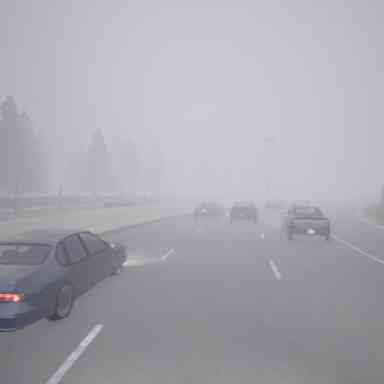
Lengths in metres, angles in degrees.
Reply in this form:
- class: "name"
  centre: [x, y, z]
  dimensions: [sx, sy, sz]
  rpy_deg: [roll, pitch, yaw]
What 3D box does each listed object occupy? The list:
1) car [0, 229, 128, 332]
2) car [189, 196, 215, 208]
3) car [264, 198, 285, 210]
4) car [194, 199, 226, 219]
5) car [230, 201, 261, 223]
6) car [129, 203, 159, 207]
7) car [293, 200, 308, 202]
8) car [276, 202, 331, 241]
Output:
- class: "car"
  centre: [-2.965, 1.517, 7.190]
  dimensions: [2.033, 1.411, 5.357]
  rpy_deg: [0, 0, 5]
- class: "car"
  centre: [1.447, 1.386, 46.627]
  dimensions: [1.812, 1.442, 4.674]
  rpy_deg: [0, 0, 28]
- class: "car"
  centre: [10.118, 1.428, 40.122]
  dimensions: [1.812, 1.442, 4.674]
  rpy_deg: [0, 0, 27]
- class: "car"
  centre: [1.590, 1.479, 28.691]
  dimensions: [1.994, 1.385, 4.181]
  rpy_deg: [0, 0, 18]
- class: "car"
  centre: [4.082, 1.411, 24.995]
  dimensions: [1.882, 1.535, 5.008]
  rpy_deg: [0, 0, 16]
- class: "car"
  centre: [-5.328, 1.461, 40.611]
  dimensions: [1.895, 1.301, 4.718]
  rpy_deg: [0, 0, 23]
- class: "car"
  centre: [11.369, 1.524, 34.736]
  dimensions: [1.895, 1.301, 4.718]
  rpy_deg: [0, 0, 24]
- class: "car"
  centre: [5.523, 1.455, 16.481]
  dimensions: [2.128, 1.511, 4.902]
  rpy_deg: [0, 0, 11]
